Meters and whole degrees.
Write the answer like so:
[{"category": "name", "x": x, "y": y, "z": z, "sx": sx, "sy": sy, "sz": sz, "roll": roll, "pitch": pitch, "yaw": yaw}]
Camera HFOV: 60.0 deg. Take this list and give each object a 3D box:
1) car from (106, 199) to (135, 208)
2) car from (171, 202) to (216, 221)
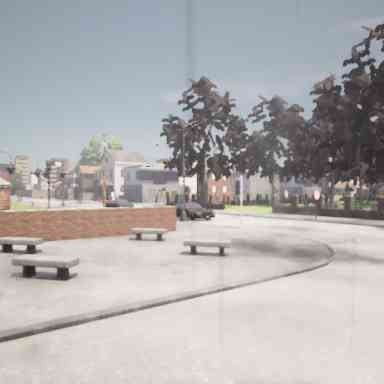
[{"category": "car", "x": -8.514, "y": 1.549, "z": 39.237, "sx": 2.033, "sy": 1.411, "sz": 5.357, "roll": 0, "pitch": 0, "yaw": -35}, {"category": "car", "x": -0.342, "y": 1.548, "z": 27.681, "sx": 2.033, "sy": 1.411, "sz": 5.357, "roll": 0, "pitch": 0, "yaw": -35}]
